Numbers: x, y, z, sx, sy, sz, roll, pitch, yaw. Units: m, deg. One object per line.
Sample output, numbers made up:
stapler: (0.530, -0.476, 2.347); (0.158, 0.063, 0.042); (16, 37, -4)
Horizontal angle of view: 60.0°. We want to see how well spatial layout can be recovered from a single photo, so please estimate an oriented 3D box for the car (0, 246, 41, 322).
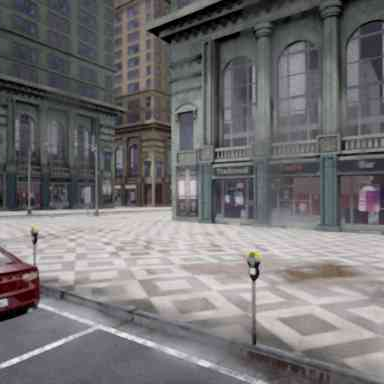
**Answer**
car: (-4.689, 1.543, 6.284); (4.507, 1.381, 1.887); (0, 0, 35)
